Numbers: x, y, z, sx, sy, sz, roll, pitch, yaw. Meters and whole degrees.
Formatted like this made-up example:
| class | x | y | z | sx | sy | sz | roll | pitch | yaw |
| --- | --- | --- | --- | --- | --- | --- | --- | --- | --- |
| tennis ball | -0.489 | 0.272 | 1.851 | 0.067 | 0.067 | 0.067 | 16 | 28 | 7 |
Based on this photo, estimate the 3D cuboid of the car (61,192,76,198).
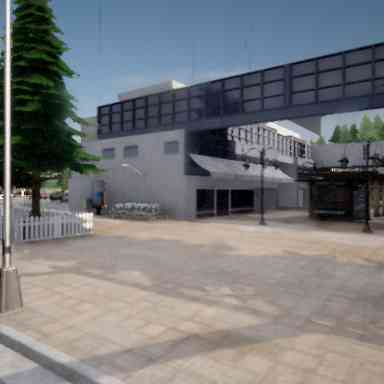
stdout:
| class | x | y | z | sx | sy | sz | roll | pitch | yaw |
| --- | --- | --- | --- | --- | --- | --- | --- | --- | --- |
| car | -31.813 | 0.878 | 85.631 | 3.806 | 1.475 | 1.970 | 0 | 0 | 36 |

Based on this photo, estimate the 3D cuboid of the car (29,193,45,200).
| class | x | y | z | sx | sy | sz | roll | pitch | yaw |
| --- | --- | --- | --- | --- | --- | --- | --- | --- | --- |
| car | -32.843 | 0.864 | 71.019 | 4.514 | 1.523 | 2.007 | 0 | 0 | 36 |

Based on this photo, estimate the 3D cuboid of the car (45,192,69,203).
| class | x | y | z | sx | sy | sz | roll | pitch | yaw |
| --- | --- | --- | --- | --- | --- | --- | --- | --- | --- |
| car | -21.638 | 0.782 | 54.965 | 4.605 | 1.855 | 1.932 | 0 | 0 | 36 |
